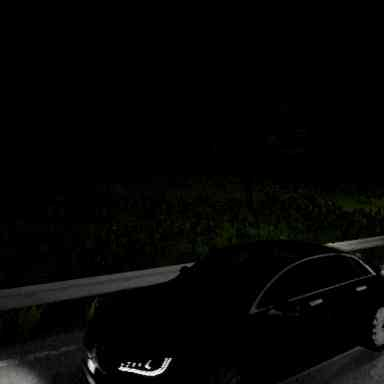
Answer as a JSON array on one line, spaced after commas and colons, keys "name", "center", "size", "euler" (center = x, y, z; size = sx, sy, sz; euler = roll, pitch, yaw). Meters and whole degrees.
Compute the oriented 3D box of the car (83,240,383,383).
[{"name": "car", "center": [1.024, 1.507, 4.662], "size": [4.892, 1.490, 1.837], "euler": [1, 0, -34]}]
